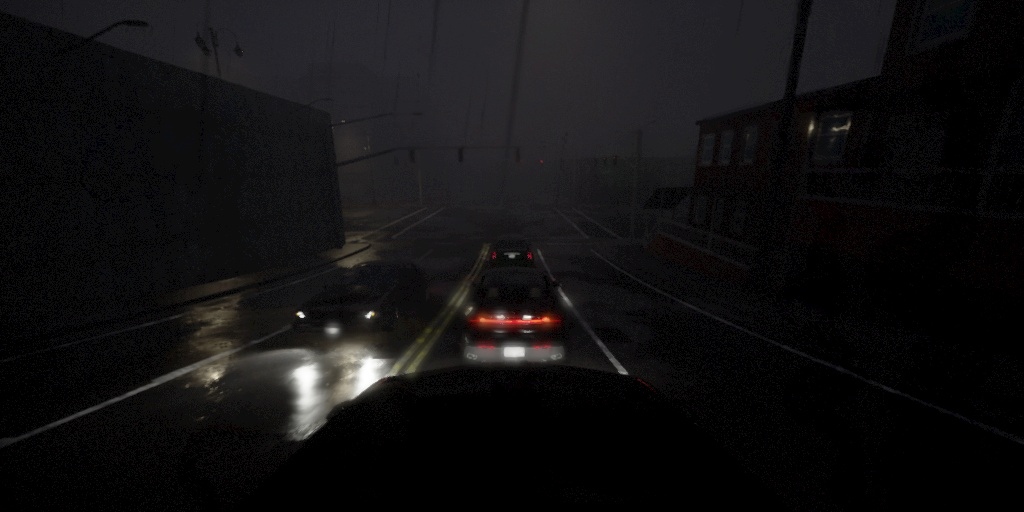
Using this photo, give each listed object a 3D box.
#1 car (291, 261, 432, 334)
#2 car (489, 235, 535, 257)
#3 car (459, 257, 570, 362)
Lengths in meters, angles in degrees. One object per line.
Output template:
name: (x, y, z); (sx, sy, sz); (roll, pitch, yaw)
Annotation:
car: (-3.527, 0.873, 9.680); (2.033, 1.411, 5.357); (0, 5, 0)
car: (0.005, -0.274, 17.809); (2.097, 1.767, 4.553); (0, 9, 0)
car: (0.049, 0.989, 7.583); (1.837, 1.490, 4.892); (0, 4, 0)
